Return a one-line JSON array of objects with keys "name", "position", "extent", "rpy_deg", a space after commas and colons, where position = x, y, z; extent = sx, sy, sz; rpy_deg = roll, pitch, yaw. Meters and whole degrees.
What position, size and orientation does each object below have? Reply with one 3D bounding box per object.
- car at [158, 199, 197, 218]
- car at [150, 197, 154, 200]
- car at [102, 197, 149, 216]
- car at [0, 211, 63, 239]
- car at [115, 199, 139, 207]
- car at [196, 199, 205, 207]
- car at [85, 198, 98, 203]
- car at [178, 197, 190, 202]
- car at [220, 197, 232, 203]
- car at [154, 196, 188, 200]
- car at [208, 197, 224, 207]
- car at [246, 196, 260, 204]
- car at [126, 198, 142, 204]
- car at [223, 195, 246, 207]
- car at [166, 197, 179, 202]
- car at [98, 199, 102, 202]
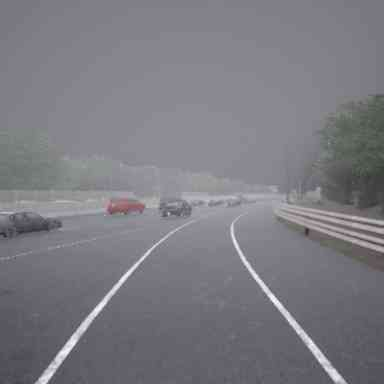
[{"name": "car", "position": [-1.374, 1.788, 33.484], "extent": [1.837, 1.490, 4.892], "rpy_deg": [-1, 0, 19]}, {"name": "car", "position": [-7.382, 2.104, 79.577], "extent": [2.033, 1.411, 5.357], "rpy_deg": [-1, 0, 19]}, {"name": "car", "position": [-7.363, 1.571, 37.553], "extent": [2.150, 2.045, 5.566], "rpy_deg": [-1, 0, 19]}, {"name": "car", "position": [-10.062, 1.826, 19.374], "extent": [2.033, 1.411, 5.357], "rpy_deg": [-1, 0, 19]}, {"name": "car", "position": [-12.619, 2.074, 64.740], "extent": [2.033, 1.411, 5.357], "rpy_deg": [-1, 0, 20]}, {"name": "car", "position": [0.999, 1.969, 61.250], "extent": [1.994, 1.385, 4.181], "rpy_deg": [-1, 0, 19]}, {"name": "car", "position": [-19.408, 2.070, 66.529], "extent": [1.882, 1.535, 5.008], "rpy_deg": [-1, 0, 19]}, {"name": "car", "position": [-2.138, 2.124, 94.442], "extent": [1.812, 1.442, 4.674], "rpy_deg": [-1, 0, 19]}, {"name": "car", "position": [8.345, 2.010, 82.078], "extent": [1.994, 1.385, 4.181], "rpy_deg": [-1, 0, 19]}, {"name": "car", "position": [-2.268, 1.551, 41.479], "extent": [2.150, 2.045, 5.566], "rpy_deg": [-1, 0, 19]}, {"name": "car", "position": [4.301, 1.899, 60.092], "extent": [1.812, 1.442, 4.674], "rpy_deg": [-1, 0, 19]}, {"name": "car", "position": [13.611, 1.935, 75.965], "extent": [1.994, 1.385, 4.181], "rpy_deg": [-1, 0, 19]}, {"name": "car", "position": [-14.150, 2.222, 81.431], "extent": [1.895, 1.301, 4.718], "rpy_deg": [-1, 0, 19]}, {"name": "car", "position": [7.603, 1.833, 58.935], "extent": [2.128, 1.511, 4.902], "rpy_deg": [-1, 0, 19]}, {"name": "car", "position": [-5.600, 2.158, 95.149], "extent": [2.128, 1.511, 4.902], "rpy_deg": [-1, 0, 19]}, {"name": "car", "position": [-15.967, 2.086, 65.765], "extent": [1.812, 1.442, 4.674], "rpy_deg": [-1, 0, 19]}]
